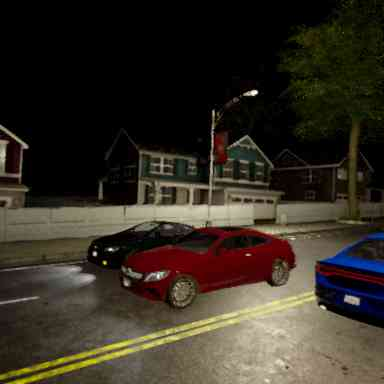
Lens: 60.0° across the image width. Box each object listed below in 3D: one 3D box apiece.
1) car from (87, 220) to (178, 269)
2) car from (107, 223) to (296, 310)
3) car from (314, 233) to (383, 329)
[{"bbox_3d":[-1.180,1.632,10.802,4.181,1.385,1.994,1,-1,-35],"label":"car"},{"bbox_3d":[0.580,1.588,8.066,4.674,1.442,1.812,1,-1,-35],"label":"car"},{"bbox_3d":[4.519,1.562,6.626,5.008,1.535,1.882,1,-1,-35],"label":"car"}]
